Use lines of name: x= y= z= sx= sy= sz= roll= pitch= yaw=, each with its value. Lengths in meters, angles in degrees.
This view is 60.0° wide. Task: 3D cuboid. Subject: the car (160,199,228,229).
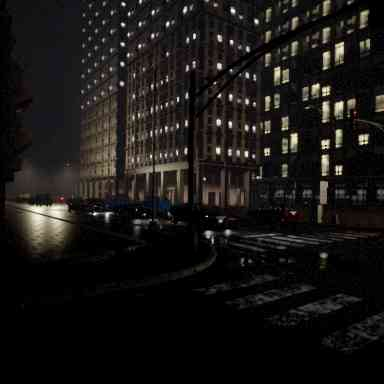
car: x=0.264 y=1.440 z=21.524 sx=2.128 sy=1.511 sz=4.902 roll=1 pitch=-1 yaw=-35

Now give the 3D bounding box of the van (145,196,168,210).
van: x=-4.135 y=1.381 z=37.707 sx=1.690 sy=1.788 sz=3.998 roll=1 pitch=-1 yaw=-35

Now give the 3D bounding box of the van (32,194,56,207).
van: x=-20.783 y=1.197 z=46.663 sx=1.690 sy=1.788 sz=3.998 roll=1 pitch=-1 yaw=-35

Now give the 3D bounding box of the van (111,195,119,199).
van: x=-10.681 y=1.367 z=46.915 sx=1.690 sy=1.788 sz=3.998 roll=1 pitch=-1 yaw=-35

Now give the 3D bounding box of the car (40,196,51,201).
car: x=-36.870 y=1.570 z=83.741 sx=1.802 sy=1.307 sz=4.206 roll=1 pitch=-1 yaw=-35

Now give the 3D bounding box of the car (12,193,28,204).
car: x=-30.602 y=1.155 z=60.475 sx=2.192 sy=1.841 sz=5.009 roll=1 pitch=-1 yaw=-35

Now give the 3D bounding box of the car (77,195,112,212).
car: x=-11.078 y=1.427 z=37.491 sx=1.837 sy=1.490 sz=4.892 roll=1 pitch=-1 yaw=-35

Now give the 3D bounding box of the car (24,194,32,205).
car: x=-24.060 y=1.432 z=51.265 sx=1.802 sy=1.307 sz=4.206 roll=1 pitch=-1 yaw=-35

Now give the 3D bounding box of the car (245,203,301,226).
car: x=5.683 y=1.504 z=23.895 sx=1.967 sy=1.590 sz=4.097 roll=1 pitch=-1 yaw=-35

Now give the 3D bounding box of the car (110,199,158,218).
car: x=-5.159 y=1.536 z=29.149 sx=1.895 sy=1.301 sz=4.718 roll=1 pitch=-1 yaw=-35

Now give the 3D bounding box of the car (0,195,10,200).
car: x=-46.874 y=1.365 z=83.354 sx=1.752 sy=1.417 sz=4.829 roll=1 pitch=-1 yaw=-35

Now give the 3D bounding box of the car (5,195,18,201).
car: x=-40.424 y=1.377 z=74.283 sx=2.008 sy=1.369 sz=4.403 roll=1 pitch=-1 yaw=-35

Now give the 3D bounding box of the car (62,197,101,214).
car: x=-10.968 y=1.427 z=32.850 sx=2.008 sy=1.369 sz=4.403 roll=1 pitch=-1 yaw=-35

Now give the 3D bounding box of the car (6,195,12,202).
car: x=-37.152 y=1.396 z=69.680 sx=1.947 sy=1.339 sz=4.313 roll=1 pitch=-1 yaw=-35

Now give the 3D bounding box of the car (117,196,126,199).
car: x=-7.412 y=1.584 z=42.309 sx=2.008 sy=1.369 sz=4.403 roll=1 pitch=-1 yaw=-35

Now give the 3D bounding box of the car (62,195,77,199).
car: x=-18.985 y=1.456 z=54.119 sx=2.128 sy=1.511 sz=4.902 roll=1 pitch=-1 yaw=-35

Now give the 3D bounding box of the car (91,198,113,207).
car: x=-13.958 y=1.586 z=51.516 sx=1.947 sy=1.339 sz=4.313 roll=1 pitch=-1 yaw=-35

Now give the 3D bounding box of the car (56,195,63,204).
car: x=-24.973 y=1.307 z=62.545 sx=2.097 sy=1.767 sz=4.553 roll=1 pitch=-1 yaw=-35
